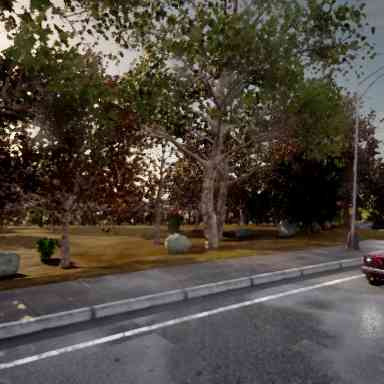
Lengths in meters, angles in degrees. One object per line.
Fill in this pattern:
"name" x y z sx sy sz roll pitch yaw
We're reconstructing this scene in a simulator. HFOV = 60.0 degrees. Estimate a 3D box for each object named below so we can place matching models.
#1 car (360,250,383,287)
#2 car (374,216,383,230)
"car" 6.364 1.767 8.617 4.718 1.301 1.895 2 -1 -36
"car" 20.575 3.248 34.940 2.033 1.411 5.357 2 -2 18
